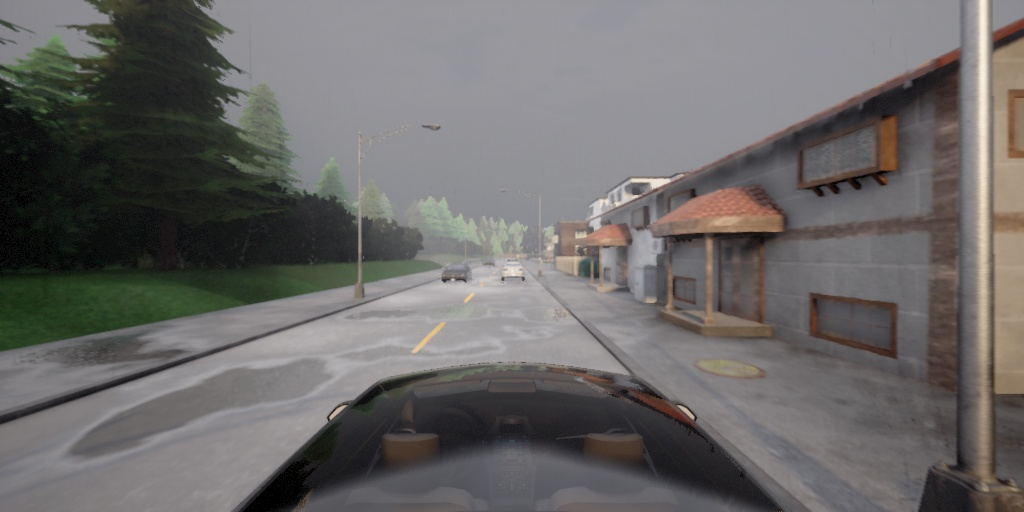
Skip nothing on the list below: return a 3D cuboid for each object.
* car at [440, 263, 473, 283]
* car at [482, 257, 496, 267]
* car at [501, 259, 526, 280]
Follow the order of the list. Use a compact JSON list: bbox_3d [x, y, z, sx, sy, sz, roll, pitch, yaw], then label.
[{"bbox_3d":[-4.106,1.266,27.520,2.033,1.411,5.357,0,0,0],"label":"car"},{"bbox_3d":[-4.048,1.032,63.458,2.097,1.767,4.553,0,0,0],"label":"car"},{"bbox_3d":[0.092,1.242,30.307,1.812,1.442,4.674,0,0,0],"label":"car"}]
